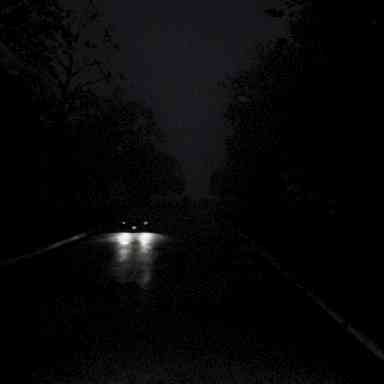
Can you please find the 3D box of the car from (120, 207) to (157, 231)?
[{"bbox_3d":[-3.373,1.725,22.044,2.033,1.411,5.357,0,0,0],"label":"car"}]
